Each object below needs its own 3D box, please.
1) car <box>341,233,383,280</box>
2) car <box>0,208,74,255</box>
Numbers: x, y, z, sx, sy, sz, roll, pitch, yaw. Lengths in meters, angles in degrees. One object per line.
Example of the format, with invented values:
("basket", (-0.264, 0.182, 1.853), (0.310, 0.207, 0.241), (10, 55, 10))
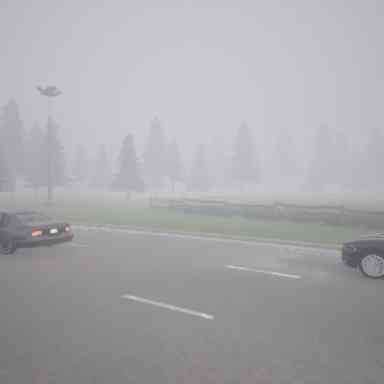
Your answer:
("car", (6.308, 1.421, 7.972), (5.008, 1.535, 1.882), (1, 1, 36))
("car", (-6.810, 1.300, 12.094), (5.357, 1.411, 2.033), (1, 1, 26))
